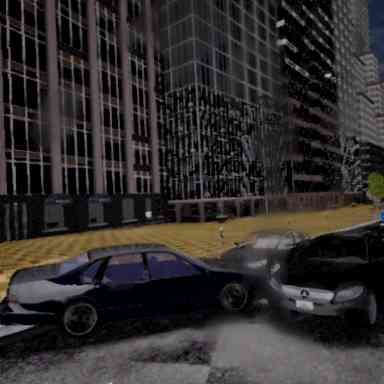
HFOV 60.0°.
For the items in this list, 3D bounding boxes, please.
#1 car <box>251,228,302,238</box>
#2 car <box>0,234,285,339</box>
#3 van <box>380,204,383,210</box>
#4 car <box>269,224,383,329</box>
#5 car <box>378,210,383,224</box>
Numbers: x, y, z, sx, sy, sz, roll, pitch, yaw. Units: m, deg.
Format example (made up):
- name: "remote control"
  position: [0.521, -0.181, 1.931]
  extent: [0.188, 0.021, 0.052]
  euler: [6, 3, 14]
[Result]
- name: "car"
  position: [2.522, 1.858, 10.488]
  extent: [2.008, 1.369, 4.403]
  euler: [-5, -4, 40]
- name: "car"
  position: [-0.974, 1.826, 7.072]
  extent: [5.357, 1.411, 2.033]
  euler: [0, -1, -19]
- name: "van"
  position: [16.974, 1.711, 27.737]
  extent: [1.690, 1.788, 3.998]
  euler: [-5, -4, 40]
- name: "car"
  position: [3.416, 1.687, 7.516]
  extent: [1.812, 1.442, 4.674]
  euler: [-4, -3, 40]
- name: "car"
  position: [10.029, 1.693, 15.397]
  extent: [1.837, 1.490, 4.892]
  euler: [-4, -3, 40]
